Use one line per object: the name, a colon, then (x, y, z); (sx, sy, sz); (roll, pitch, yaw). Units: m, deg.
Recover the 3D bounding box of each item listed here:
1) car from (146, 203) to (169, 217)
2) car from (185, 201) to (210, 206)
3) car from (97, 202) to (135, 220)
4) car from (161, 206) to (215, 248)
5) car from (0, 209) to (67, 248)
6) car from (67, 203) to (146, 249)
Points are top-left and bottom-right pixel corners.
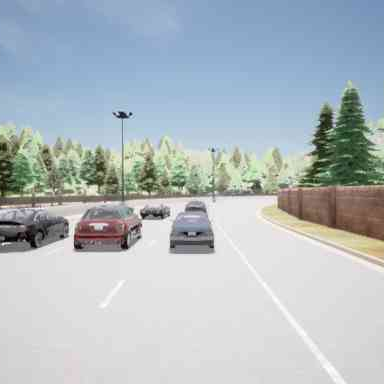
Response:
car: (-3.060, 1.617, 28.813); (1.895, 1.301, 4.718); (0, 0, 6)
car: (0.421, 1.517, 28.443); (1.837, 1.490, 4.892); (0, 0, 6)
car: (-6.543, 1.617, 29.154); (1.895, 1.301, 4.718); (0, 0, 6)
car: (0.000, 1.564, 14.650); (2.033, 1.411, 5.357); (0, 0, 0)
car: (-7.000, 1.496, 14.650); (2.128, 1.511, 4.902); (0, 0, 0)
car: (-3.500, 1.367, 14.620); (2.097, 1.767, 4.553); (0, 0, 0)
